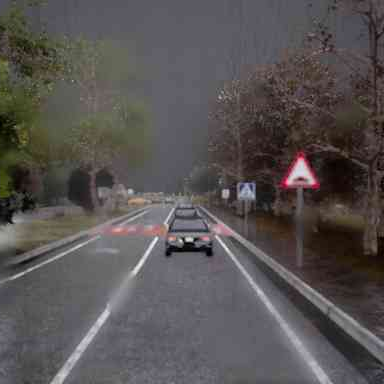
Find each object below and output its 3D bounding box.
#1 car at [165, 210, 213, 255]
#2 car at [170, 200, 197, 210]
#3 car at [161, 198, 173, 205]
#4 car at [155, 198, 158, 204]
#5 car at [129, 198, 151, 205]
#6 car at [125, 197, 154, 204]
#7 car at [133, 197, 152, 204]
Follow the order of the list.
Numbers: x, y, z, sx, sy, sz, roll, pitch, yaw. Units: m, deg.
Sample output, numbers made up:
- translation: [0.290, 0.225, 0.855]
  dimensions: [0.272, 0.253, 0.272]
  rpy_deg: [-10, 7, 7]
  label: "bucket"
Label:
- translation: [-0.155, 1.716, 14.019]
  dimensions: [2.033, 1.411, 5.357]
  rpy_deg: [0, 0, -1]
  label: "car"
- translation: [-0.566, 1.720, 29.318]
  dimensions: [2.128, 1.511, 4.902]
  rpy_deg: [0, 0, -1]
  label: "car"
- translation: [-4.979, 2.041, 71.700]
  dimensions: [1.882, 1.535, 5.008]
  rpy_deg: [0, -1, -2]
  label: "car"
- translation: [-12.458, 2.264, 87.309]
  dimensions: [5.566, 2.045, 2.435]
  rpy_deg: [0, -2, -2]
  label: "car"
- translation: [-12.269, 2.228, 78.986]
  dimensions: [4.892, 1.521, 2.231]
  rpy_deg: [0, -2, -2]
  label: "car"
- translation: [-12.005, 2.143, 76.224]
  dimensions: [5.366, 1.575, 1.946]
  rpy_deg: [0, -2, -2]
  label: "car"
- translation: [-12.444, 2.288, 84.534]
  dimensions: [4.553, 1.767, 2.185]
  rpy_deg: [0, -2, -2]
  label: "car"
